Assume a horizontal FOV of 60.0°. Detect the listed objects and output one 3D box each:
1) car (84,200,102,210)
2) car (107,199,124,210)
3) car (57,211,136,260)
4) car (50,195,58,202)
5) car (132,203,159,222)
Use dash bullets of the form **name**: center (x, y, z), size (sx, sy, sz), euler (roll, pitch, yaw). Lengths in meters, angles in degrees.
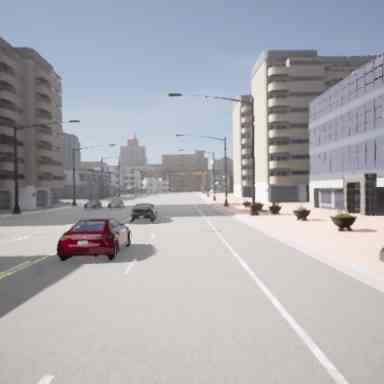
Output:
- **car**: center (-15.114, 1.924, 50.937), size (2.128, 1.511, 4.902), euler (-1, 0, -1)
- **car**: center (-11.619, 1.861, 51.046), size (2.128, 1.511, 4.902), euler (-1, 0, -1)
- **car**: center (-3.650, 1.667, 13.046), size (1.994, 1.385, 4.181), euler (-1, 0, -1)
- **car**: center (-31.032, 1.425, 73.274), size (1.970, 1.475, 3.806), euler (-1, 2, -1)
- **car**: center (-3.983, 1.681, 28.274), size (1.837, 1.490, 4.892), euler (-1, 0, -1)
